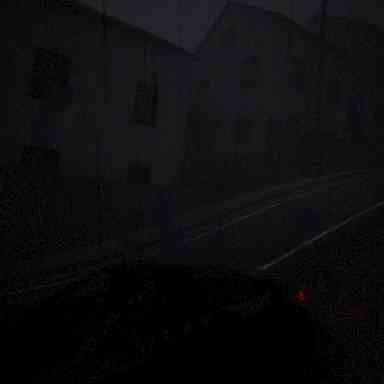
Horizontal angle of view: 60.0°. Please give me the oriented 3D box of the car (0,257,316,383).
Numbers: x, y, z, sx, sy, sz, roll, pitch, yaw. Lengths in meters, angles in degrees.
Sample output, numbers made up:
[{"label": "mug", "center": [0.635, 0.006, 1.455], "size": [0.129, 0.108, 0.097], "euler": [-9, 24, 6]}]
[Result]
[{"label": "car", "center": [-0.611, 1.518, 3.560], "size": [4.181, 1.385, 1.994], "euler": [-6, 3, -34]}]
